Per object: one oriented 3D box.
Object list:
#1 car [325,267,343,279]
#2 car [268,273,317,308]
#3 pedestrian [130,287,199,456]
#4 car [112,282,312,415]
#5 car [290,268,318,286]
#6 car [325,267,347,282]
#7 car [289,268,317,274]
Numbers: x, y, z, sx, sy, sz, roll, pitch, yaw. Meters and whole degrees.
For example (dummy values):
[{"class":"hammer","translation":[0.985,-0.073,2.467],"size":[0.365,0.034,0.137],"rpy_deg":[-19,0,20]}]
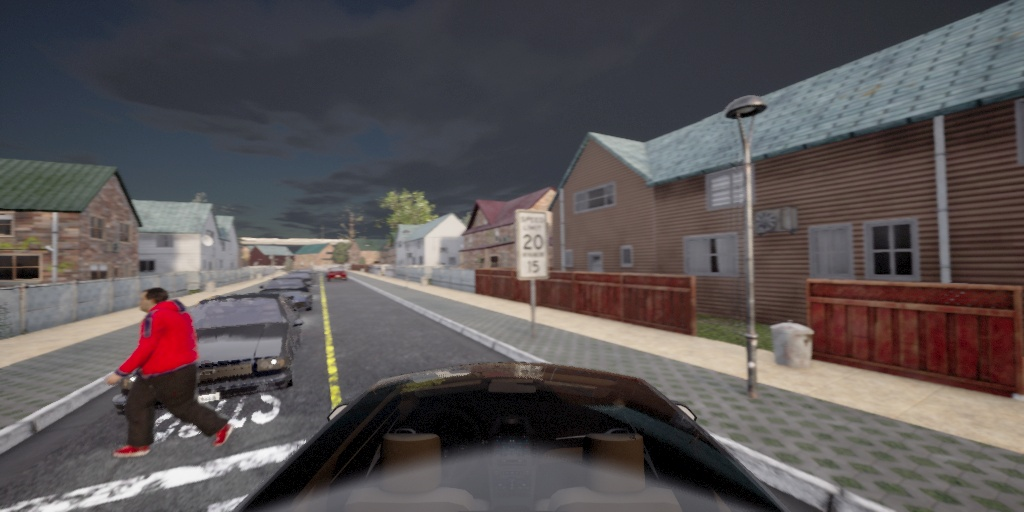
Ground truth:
[{"class":"car","translation":[-24.255,2.261,48.783],"size":[1.994,1.385,4.181],"rpy_deg":[-1,-1,-28]},{"class":"car","translation":[-9.832,1.644,15.671],"size":[1.994,1.385,4.181],"rpy_deg":[-1,-1,-28]},{"class":"pedestrian","translation":[-3.616,1.129,3.755],"size":[0.375,1.860,0.375],"rpy_deg":[0,-2,-28]},{"class":"car","translation":[-5.114,1.445,6.861],"size":[2.033,1.411,5.357],"rpy_deg":[-1,-1,-28]},{"class":"car","translation":[-19.936,1.957,34.610],"size":[2.128,1.511,4.902],"rpy_deg":[-1,-1,-28]},{"class":"car","translation":[-19.593,2.001,40.114],"size":[1.882,1.535,5.008],"rpy_deg":[-1,-1,-28]},{"class":"car","translation":[-14.773,1.817,24.886],"size":[2.033,1.411,5.357],"rpy_deg":[-1,-1,-28]}]
